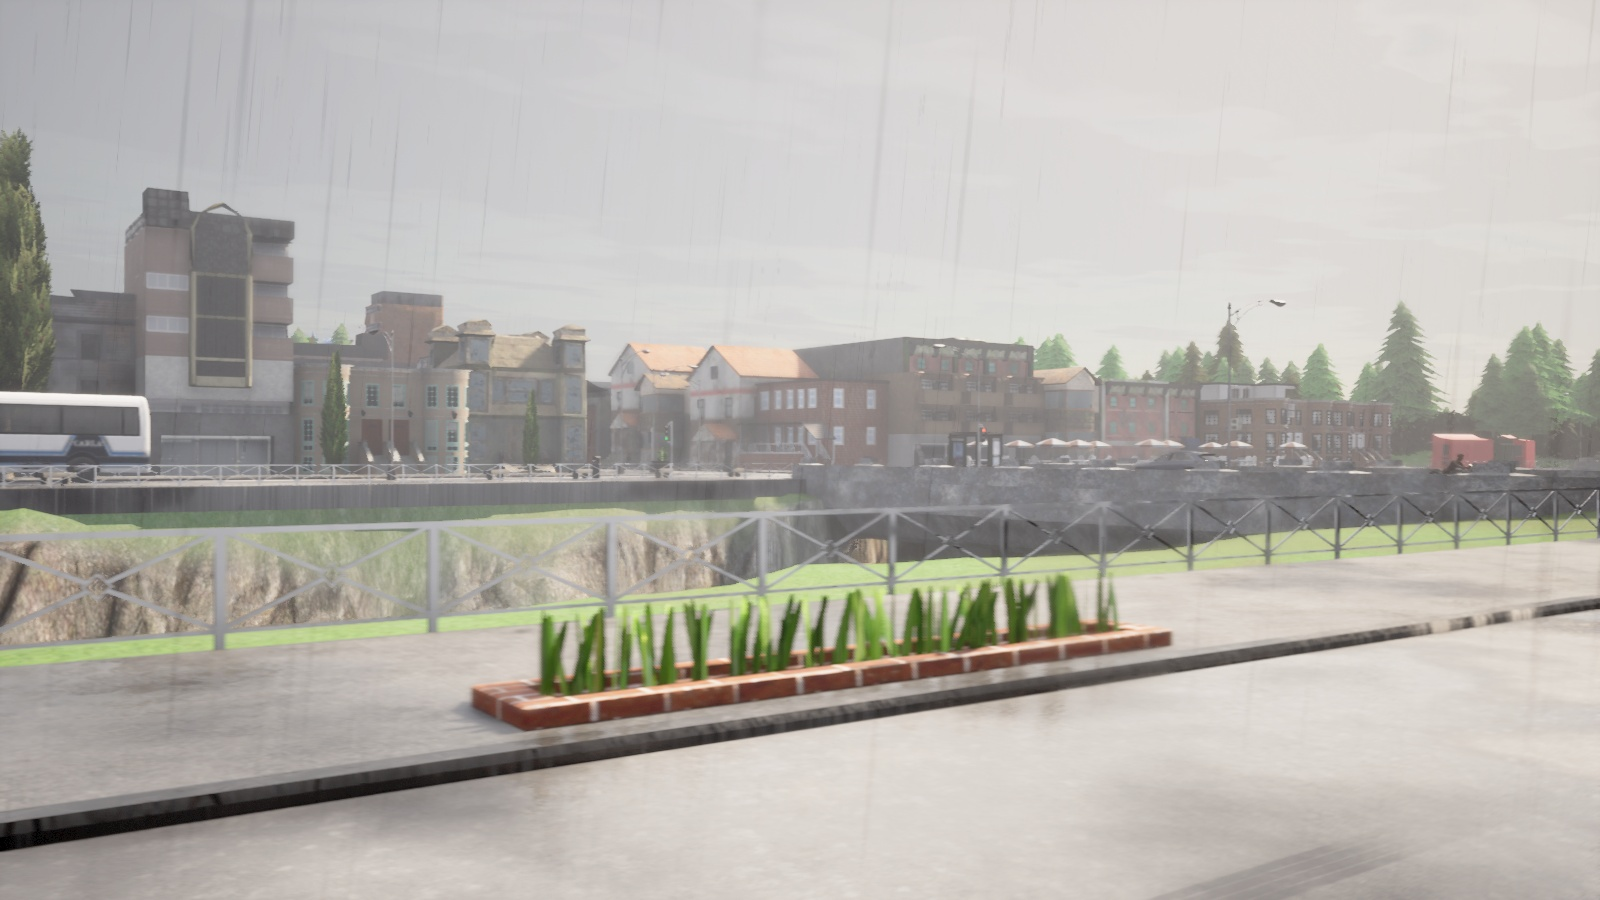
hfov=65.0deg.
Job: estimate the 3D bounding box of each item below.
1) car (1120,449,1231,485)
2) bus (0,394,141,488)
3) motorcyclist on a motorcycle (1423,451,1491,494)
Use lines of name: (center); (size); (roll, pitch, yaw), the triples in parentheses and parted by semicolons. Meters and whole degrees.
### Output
car: (17.933, 0.785, 60.163); (2.033, 1.649, 4.856); (0, 0, -35)
bus: (-36.697, -0.410, 58.451); (10.273, 4.253, 3.944); (1, 0, -33)
motorcyclist on a motorcycle: (23.575, 0.788, 45.104); (0.797, 1.523, 2.044); (0, 0, -34)
